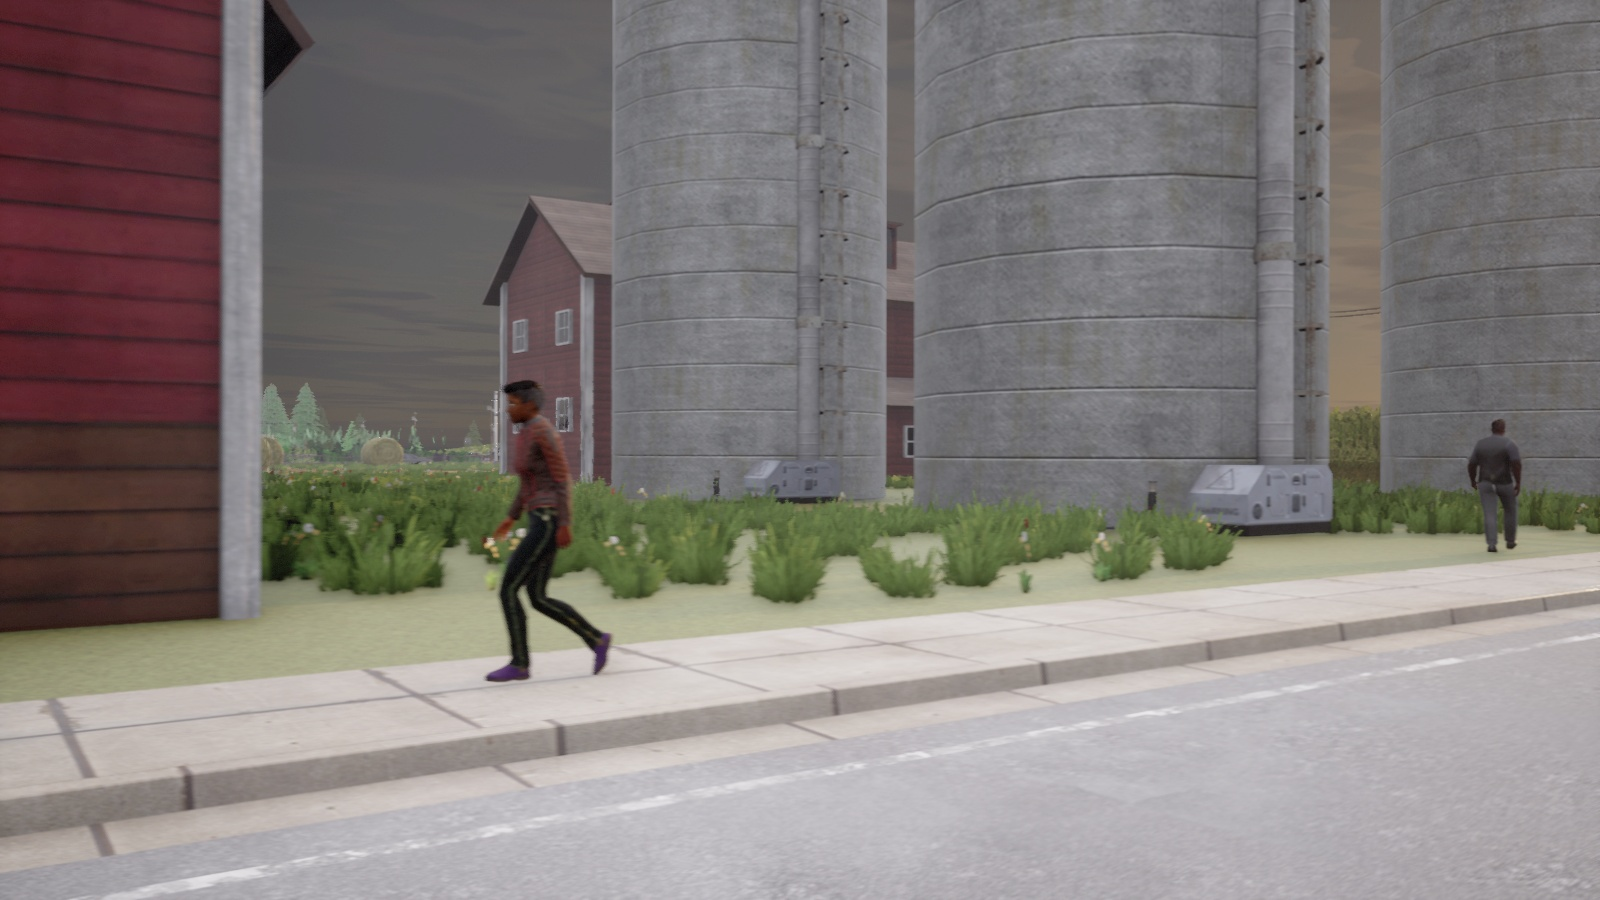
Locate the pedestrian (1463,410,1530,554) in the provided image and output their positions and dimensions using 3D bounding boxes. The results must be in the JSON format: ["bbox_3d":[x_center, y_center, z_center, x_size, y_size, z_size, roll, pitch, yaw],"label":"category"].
[{"bbox_3d":[9.354,0.417,16.853,0.849,1.883,0.563,0,0,-44],"label":"pedestrian"}]

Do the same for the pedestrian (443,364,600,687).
[{"bbox_3d":[-1.625,0.421,7.307,0.869,1.805,0.328,0,0,-16],"label":"pedestrian"}]
